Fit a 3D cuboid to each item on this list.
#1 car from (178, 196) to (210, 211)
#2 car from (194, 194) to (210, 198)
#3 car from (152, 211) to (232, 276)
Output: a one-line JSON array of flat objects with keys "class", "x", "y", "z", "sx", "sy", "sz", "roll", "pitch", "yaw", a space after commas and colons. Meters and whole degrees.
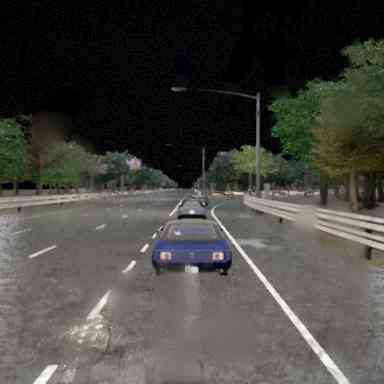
[{"class": "car", "x": 0.009, "y": 1.258, "z": 23.892, "sx": 1.994, "sy": 1.385, "sz": 4.181, "roll": 0, "pitch": 1, "yaw": 0}, {"class": "car", "x": 0.985, "y": 1.002, "z": 38.586, "sx": 2.128, "sy": 1.511, "sz": 4.902, "roll": 0, "pitch": 1, "yaw": 8}, {"class": "car", "x": 0.000, "y": 1.472, "z": 9.859, "sx": 1.895, "sy": 1.301, "sz": 4.718, "roll": 0, "pitch": 1, "yaw": 0}]
